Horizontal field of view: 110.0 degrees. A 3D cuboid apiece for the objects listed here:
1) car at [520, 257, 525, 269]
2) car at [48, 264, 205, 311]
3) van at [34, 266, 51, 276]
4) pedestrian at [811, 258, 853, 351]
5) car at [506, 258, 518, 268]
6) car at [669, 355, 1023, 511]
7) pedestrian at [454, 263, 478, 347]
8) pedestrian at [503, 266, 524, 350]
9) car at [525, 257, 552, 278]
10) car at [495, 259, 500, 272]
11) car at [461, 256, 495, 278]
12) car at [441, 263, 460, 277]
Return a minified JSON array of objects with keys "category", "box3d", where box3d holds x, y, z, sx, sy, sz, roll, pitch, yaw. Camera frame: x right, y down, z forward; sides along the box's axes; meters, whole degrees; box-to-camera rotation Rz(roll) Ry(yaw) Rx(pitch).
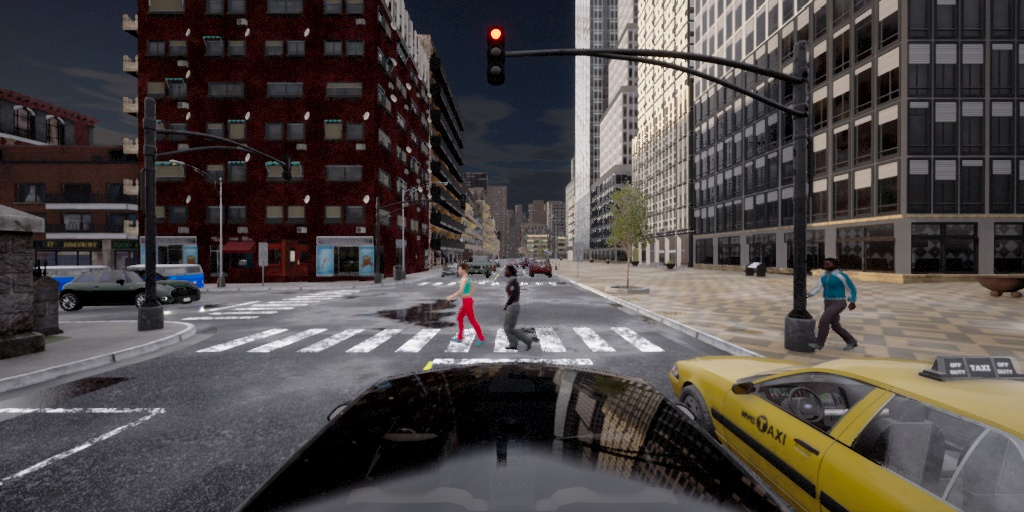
[{"category":"car","box3d":[2.711,1.097,56.700,2.192,1.841,5.009,0,0,0]},{"category":"car","box3d":[-16.429,1.351,15.612,4.553,1.767,2.097,-1,0,-1]},{"category":"van","box3d":[-26.297,1.480,21.316,3.998,1.789,1.690,0,0,0]},{"category":"pedestrian","box3d":[6.097,0.891,6.850,0.375,1.860,0.375,0,0,0]},{"category":"car","box3d":[0.024,1.357,63.789,1.994,1.385,4.181,0,0,0]},{"category":"car","box3d":[2.689,1.275,2.353,1.751,1.417,4.829,0,0,0]},{"category":"pedestrian","box3d":[-1.038,1.058,8.065,0.375,1.860,0.375,0,0,0]},{"category":"pedestrian","box3d":[0.003,1.053,7.530,0.375,1.860,0.375,0,0,0]},{"category":"car","box3d":[2.702,1.073,34.595,2.192,1.841,5.009,0,0,0]},{"category":"car","box3d":[-3.072,1.120,45.960,2.097,1.767,4.553,0,0,0]},{"category":"car","box3d":[-3.072,0.979,33.655,2.150,2.045,5.566,0,0,0]},{"category":"car","box3d":[-5.678,1.308,34.599,2.007,1.370,4.403,0,0,0]}]
